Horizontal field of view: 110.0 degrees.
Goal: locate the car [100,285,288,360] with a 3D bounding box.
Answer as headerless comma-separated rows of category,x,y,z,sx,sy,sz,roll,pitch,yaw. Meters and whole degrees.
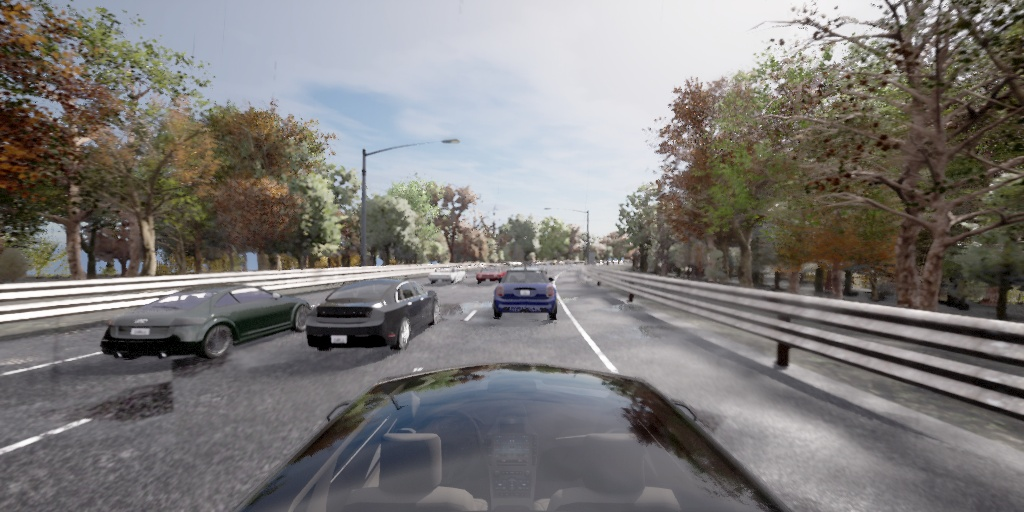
car,-6.705,1.365,8.527,1.994,1.385,4.181,0,0,2

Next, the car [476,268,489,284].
car,-1.595,1.593,29.675,1.895,1.301,4.718,0,0,7

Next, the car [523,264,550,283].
car,2.298,1.526,32.586,2.128,1.511,4.902,0,0,7

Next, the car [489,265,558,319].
car,0.516,1.208,13.453,2.097,1.767,4.553,0,-1,3

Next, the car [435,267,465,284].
car,-5.175,1.576,29.223,1.895,1.301,4.718,0,0,6

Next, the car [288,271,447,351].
car,-3.186,1.318,9.162,1.837,1.490,4.892,0,0,2
